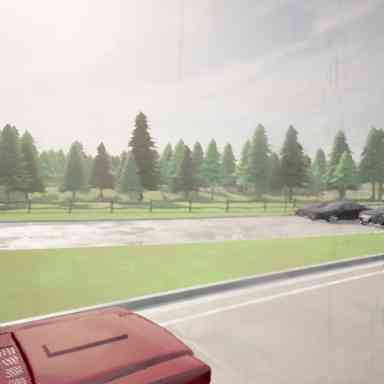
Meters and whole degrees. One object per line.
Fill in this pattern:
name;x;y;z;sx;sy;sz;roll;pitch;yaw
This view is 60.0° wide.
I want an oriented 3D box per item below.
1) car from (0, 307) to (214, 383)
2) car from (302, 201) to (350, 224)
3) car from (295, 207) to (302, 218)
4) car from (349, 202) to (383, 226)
car;-2.094;1.596;2.143;4.718;1.301;1.895;0;0;-35
car;10.945;1.442;24.527;5.008;1.535;1.882;0;0;-21
car;10.891;1.523;28.261;4.181;1.385;1.994;0;0;-21
car;13.094;1.462;21.612;4.902;1.511;2.128;0;0;-21
